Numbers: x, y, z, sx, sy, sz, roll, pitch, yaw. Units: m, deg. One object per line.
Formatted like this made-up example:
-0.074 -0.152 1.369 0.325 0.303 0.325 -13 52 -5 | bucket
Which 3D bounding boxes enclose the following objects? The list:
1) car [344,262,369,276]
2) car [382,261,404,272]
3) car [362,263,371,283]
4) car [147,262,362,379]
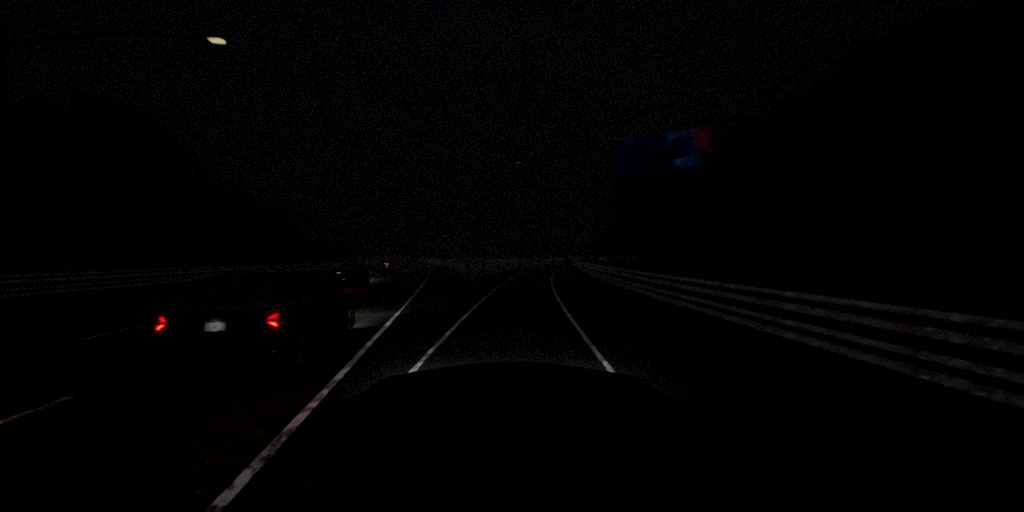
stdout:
-18.953 1.497 44.000 1.882 1.535 5.008 0 0 -12 | car
-17.030 1.629 51.499 1.994 1.385 4.181 0 0 -13 | car
-11.811 1.364 26.545 2.128 1.511 4.902 0 0 -11 | car
-4.924 1.111 7.612 2.097 1.767 4.553 0 0 -10 | car
